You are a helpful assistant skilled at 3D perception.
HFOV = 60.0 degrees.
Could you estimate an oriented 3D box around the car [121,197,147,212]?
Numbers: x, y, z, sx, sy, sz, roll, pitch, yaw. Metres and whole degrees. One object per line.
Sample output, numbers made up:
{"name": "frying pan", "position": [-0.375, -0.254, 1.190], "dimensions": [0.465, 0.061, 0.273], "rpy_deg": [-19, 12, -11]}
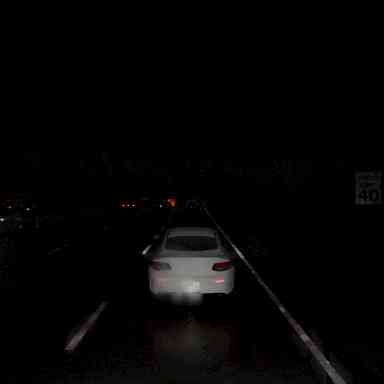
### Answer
{"name": "car", "position": [-7.012, 1.547, 39.316], "dimensions": [2.033, 1.411, 5.357], "rpy_deg": [0, 0, 1]}

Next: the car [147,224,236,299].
{"name": "car", "position": [-0.012, 1.526, 8.304], "dimensions": [1.812, 1.442, 4.674], "rpy_deg": [0, 0, 0]}

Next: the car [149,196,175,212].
{"name": "car", "position": [-3.508, 1.564, 39.731], "dimensions": [1.994, 1.385, 4.181], "rpy_deg": [0, 0, 1]}

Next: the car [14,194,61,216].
{"name": "car", "position": [-15.043, 1.221, 33.255], "dimensions": [2.150, 2.045, 5.566], "rpy_deg": [0, 0, 0]}

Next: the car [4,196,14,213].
{"name": "car", "position": [-18.533, 1.221, 36.592], "dimensions": [2.150, 2.045, 5.566], "rpy_deg": [0, 0, 0]}

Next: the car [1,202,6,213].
{"name": "car", "position": [-15.106, 1.564, 22.774], "dimensions": [1.994, 1.385, 4.181], "rpy_deg": [0, 0, 0]}

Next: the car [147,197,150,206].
{"name": "car", "position": [-6.806, 1.525, 49.677], "dimensions": [1.812, 1.442, 4.674], "rpy_deg": [0, 0, 1]}

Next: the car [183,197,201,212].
{"name": "car", "position": [-0.012, 1.526, 39.321], "dimensions": [1.812, 1.442, 4.674], "rpy_deg": [0, 0, 1]}

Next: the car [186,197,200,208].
{"name": "car", "position": [0.193, 1.477, 49.538], "dimensions": [1.882, 1.535, 5.008], "rpy_deg": [0, 0, 1]}

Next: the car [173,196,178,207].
{"name": "car", "position": [-3.308, 1.352, 49.559], "dimensions": [2.097, 1.767, 4.553], "rpy_deg": [0, 0, 1]}
